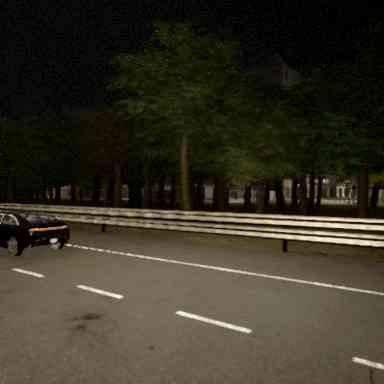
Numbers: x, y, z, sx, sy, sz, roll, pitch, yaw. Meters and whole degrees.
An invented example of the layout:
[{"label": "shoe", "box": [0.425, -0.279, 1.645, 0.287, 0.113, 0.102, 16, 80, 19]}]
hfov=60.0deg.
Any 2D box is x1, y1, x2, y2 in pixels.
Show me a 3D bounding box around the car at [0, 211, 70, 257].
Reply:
[{"label": "car", "box": [-6.798, 1.492, 13.025, 4.902, 1.511, 2.128, 0, 0, 36]}]
